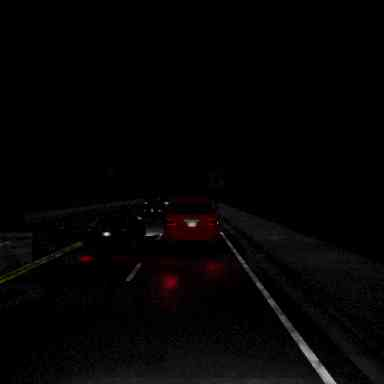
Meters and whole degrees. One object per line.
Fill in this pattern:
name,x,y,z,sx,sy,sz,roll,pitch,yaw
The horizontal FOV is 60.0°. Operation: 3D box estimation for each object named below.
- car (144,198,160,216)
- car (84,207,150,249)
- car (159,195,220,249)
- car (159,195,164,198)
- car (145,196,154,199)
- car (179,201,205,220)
car,-3.250,1.577,29.651,2.033,1.411,5.357,0,0,0
car,-3.250,1.574,14.650,1.994,1.385,4.181,0,0,0
car,0.000,1.260,14.680,2.150,2.045,5.566,0,0,0
car,-6.500,1.449,76.772,2.097,1.767,4.553,0,0,0
car,-9.750,1.633,76.741,2.033,1.411,5.357,0,0,0
car,0.000,1.577,29.651,2.033,1.411,5.357,0,0,0
